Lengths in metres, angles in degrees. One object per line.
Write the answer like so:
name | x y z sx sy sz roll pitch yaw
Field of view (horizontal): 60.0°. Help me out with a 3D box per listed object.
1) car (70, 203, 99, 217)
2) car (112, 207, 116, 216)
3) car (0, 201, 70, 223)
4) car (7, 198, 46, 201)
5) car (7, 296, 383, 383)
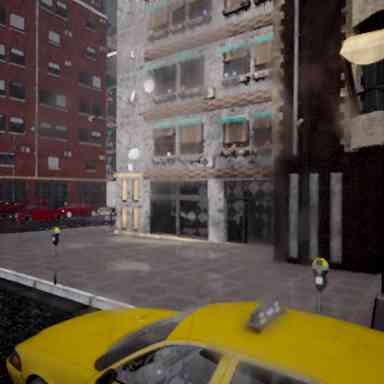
car | -11.244 1.745 32.585 1.887 1.381 4.507 0 -1 35
car | -5.982 1.547 35.484 2.150 2.045 5.566 1 -1 36
car | -12.397 1.689 26.471 1.994 1.385 4.181 1 -1 35
car | -14.542 1.412 27.947 2.192 1.841 5.009 0 -1 35
car | 0.331 1.518 2.639 4.829 1.417 1.752 0 0 36
